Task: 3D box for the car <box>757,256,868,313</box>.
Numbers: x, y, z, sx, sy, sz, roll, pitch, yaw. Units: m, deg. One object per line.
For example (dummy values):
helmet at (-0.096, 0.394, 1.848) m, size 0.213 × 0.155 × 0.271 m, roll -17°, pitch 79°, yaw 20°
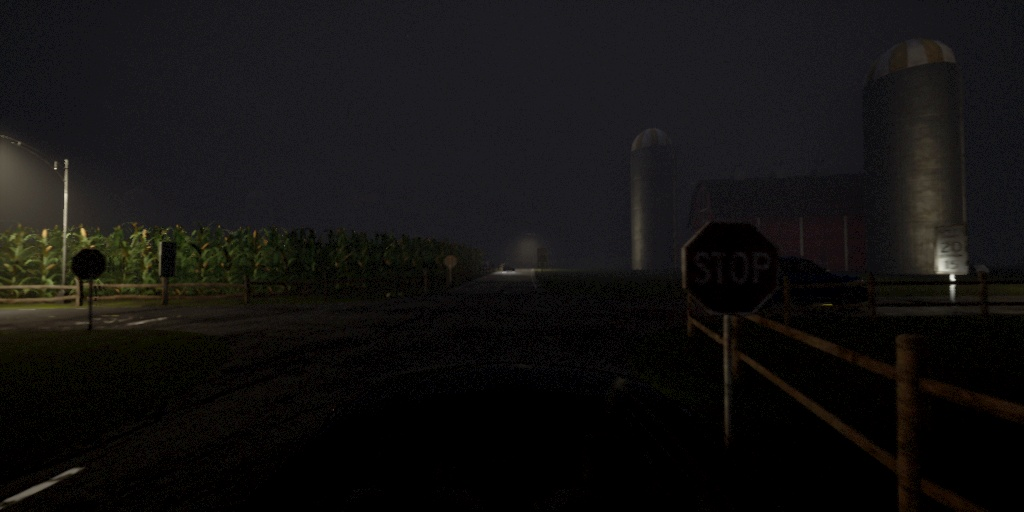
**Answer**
car at (10.171, 1.029, 13.650) m, size 5.566 × 2.045 × 2.150 m, roll 0°, pitch -1°, yaw -2°
